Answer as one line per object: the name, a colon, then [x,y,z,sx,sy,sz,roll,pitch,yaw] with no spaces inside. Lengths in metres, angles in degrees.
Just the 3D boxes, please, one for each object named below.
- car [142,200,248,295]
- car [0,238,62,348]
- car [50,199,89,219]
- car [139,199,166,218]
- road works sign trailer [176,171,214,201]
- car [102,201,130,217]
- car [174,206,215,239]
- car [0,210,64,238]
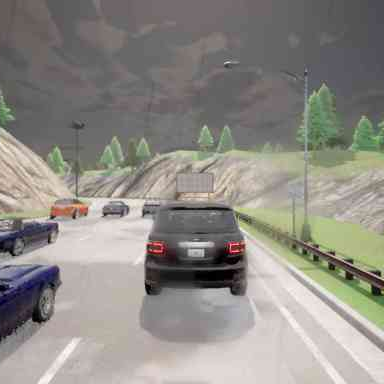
car: [0.088,1.221,8.840,2.150,2.045,5.566,0,0,0]
car: [-3.399,1.600,4.223,1.895,1.301,4.718,0,0,0]
car: [-10.510,1.351,28.855,2.097,1.767,4.553,0,0,-1]
car: [-3.592,1.492,31.305,2.128,1.511,4.902,0,0,-2]
road works sign trailer: [0.188,0.464,21.562,2.380,3.560,2.880,0,0,0]
car: [-7.068,1.548,31.211,2.033,1.411,5.357,0,0,-2]
car: [0.111,1.559,18.065,1.994,1.385,4.181,0,0,0]
car: [-6.915,1.600,12.901,1.895,1.301,4.718,0,0,0]
